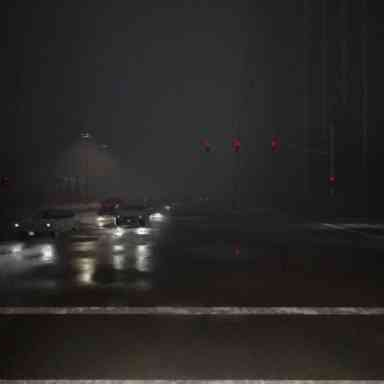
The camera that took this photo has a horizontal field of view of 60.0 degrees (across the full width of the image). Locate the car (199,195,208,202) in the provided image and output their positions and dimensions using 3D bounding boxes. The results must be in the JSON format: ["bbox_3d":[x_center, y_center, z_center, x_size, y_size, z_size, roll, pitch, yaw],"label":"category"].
[{"bbox_3d":[2.559,1.500,75.212,1.812,1.442,4.674,0,0,-1],"label":"car"}]

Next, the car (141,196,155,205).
[{"bbox_3d":[-7.860,1.458,60.374,1.882,1.535,5.008,0,0,0],"label":"car"}]

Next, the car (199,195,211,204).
[{"bbox_3d":[2.760,1.471,64.828,2.128,1.511,4.902,0,0,-1],"label":"car"}]

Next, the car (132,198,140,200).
[{"bbox_3d":[-7.766,1.532,47.525,2.033,1.411,5.357,0,0,-1],"label":"car"}]

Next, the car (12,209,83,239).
[{"bbox_3d":[-7.349,1.595,17.389,1.895,1.301,4.718,0,0,-1],"label":"car"}]

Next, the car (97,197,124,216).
[{"bbox_3d":[-7.603,1.342,32.160,2.097,1.767,4.553,0,0,-1],"label":"car"}]

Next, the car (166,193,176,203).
[{"bbox_3d":[-4.372,1.243,67.781,2.150,2.045,5.566,0,1,0],"label":"car"}]

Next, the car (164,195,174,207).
[{"bbox_3d":[-4.300,1.531,52.247,2.033,1.411,5.357,0,0,0],"label":"car"}]

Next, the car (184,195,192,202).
[{"bbox_3d":[-0.944,1.454,75.416,1.882,1.535,5.008,0,0,-1],"label":"car"}]

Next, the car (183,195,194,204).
[{"bbox_3d":[-0.746,1.331,65.413,2.097,1.767,4.553,0,0,-1],"label":"car"}]

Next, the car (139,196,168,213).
[{"bbox_3d":[-4.160,1.479,36.847,2.128,1.511,4.902,0,0,-1],"label":"car"}]

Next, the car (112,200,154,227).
[{"bbox_3d":[-3.955,1.518,22.899,1.812,1.442,4.674,0,0,-1],"label":"car"}]

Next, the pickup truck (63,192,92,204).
[{"bbox_3d":[-20.915,1.039,60.050,2.390,2.098,6.274,0,0,30],"label":"pickup truck"}]
